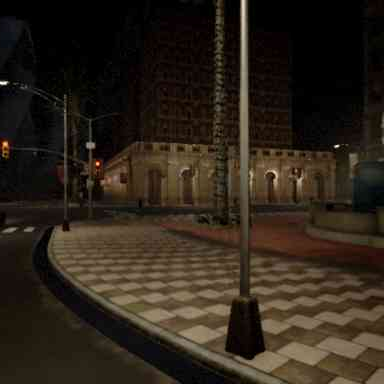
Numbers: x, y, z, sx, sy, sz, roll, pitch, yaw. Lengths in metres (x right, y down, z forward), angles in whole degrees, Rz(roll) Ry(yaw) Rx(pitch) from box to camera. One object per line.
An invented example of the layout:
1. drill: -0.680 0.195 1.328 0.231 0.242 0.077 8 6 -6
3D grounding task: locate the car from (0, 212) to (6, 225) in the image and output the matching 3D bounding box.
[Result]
1. car: -13.156 1.624 21.090 1.895 1.301 4.718 0 0 -20

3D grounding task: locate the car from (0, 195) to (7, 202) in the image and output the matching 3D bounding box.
1. car: -47.707 1.585 82.966 2.128 1.511 4.902 0 0 -21

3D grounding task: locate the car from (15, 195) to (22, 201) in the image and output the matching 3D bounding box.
1. car: -44.578 1.527 84.575 1.882 1.535 5.008 0 0 -21

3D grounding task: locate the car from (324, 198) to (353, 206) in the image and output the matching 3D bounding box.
1. car: 24.721 1.607 56.255 4.718 1.301 1.895 0 0 -21

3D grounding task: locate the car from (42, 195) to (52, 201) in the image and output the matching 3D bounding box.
1. car: -37.336 1.614 85.262 2.033 1.411 5.357 0 0 -21

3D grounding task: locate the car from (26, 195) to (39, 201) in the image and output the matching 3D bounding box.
1. car: -40.759 1.435 84.409 2.097 1.767 4.553 0 0 -21

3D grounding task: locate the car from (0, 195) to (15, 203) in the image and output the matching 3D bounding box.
1. car: -38.803 1.550 69.239 1.882 1.535 5.008 0 0 -21
